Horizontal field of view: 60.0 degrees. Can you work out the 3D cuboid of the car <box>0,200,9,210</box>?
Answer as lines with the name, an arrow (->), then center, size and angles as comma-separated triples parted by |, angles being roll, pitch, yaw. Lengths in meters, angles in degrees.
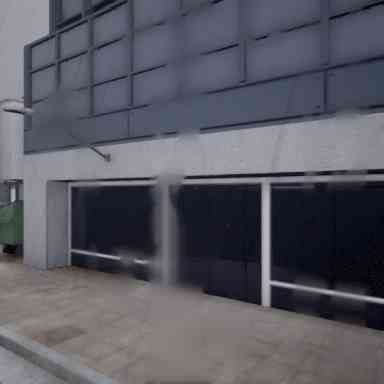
car -> -16.312, 1.301, 25.934 | 1.882, 1.535, 5.008 | 0, 0, 35
